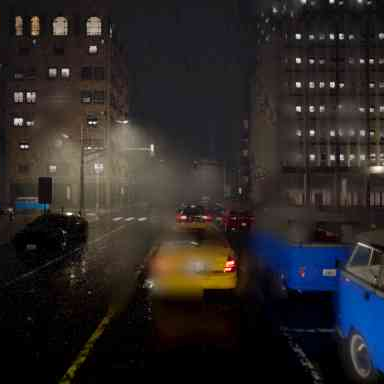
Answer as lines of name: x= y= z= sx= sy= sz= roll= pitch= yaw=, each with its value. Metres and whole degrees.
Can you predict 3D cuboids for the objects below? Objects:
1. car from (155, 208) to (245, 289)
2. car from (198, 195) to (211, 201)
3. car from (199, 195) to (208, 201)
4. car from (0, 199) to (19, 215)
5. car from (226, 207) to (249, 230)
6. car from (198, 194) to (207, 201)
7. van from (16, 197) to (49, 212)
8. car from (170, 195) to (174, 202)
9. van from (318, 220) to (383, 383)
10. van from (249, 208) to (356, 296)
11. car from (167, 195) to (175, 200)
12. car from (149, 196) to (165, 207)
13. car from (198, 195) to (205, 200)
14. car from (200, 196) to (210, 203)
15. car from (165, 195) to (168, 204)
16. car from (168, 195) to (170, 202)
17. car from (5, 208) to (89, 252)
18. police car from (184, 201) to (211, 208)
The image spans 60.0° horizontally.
car: x=0.097 y=1.458 z=9.131 sx=1.801 sy=1.575 sz=5.366 roll=0 pitch=0 yaw=0
car: x=2.698 y=1.529 z=63.271 sx=2.008 sy=1.369 sz=4.403 roll=1 pitch=0 yaw=0
car: x=2.697 y=1.510 z=80.225 sx=2.008 sy=1.369 sz=4.403 roll=1 pitch=0 yaw=0
car: x=-19.845 y=1.620 z=32.456 sx=4.403 sy=1.369 sz=2.008 roll=0 pitch=0 yaw=1
car: x=2.700 y=1.545 z=19.525 sx=1.887 sy=1.381 sz=4.507 roll=1 pitch=0 yaw=0
car: x=2.698 y=1.393 z=85.878 sx=1.967 sy=1.590 sz=4.097 roll=1 pitch=0 yaw=0
van: x=-19.737 y=1.524 z=40.838 sx=3.998 sy=1.788 sz=1.690 roll=0 pitch=0 yaw=1
car: x=-5.683 y=1.516 z=74.575 sx=2.008 sy=1.369 sz=4.403 roll=1 pitch=0 yaw=0
van: x=2.703 y=1.342 z=2.795 sx=1.690 sy=1.788 sz=3.998 roll=1 pitch=0 yaw=0
van: x=2.703 y=1.343 z=8.371 sx=1.690 sy=1.788 sz=3.998 roll=1 pitch=0 yaw=0
car: x=-5.684 y=1.472 z=91.360 sx=1.752 sy=1.417 sz=4.829 roll=1 pitch=0 yaw=0
car: x=-5.683 y=1.572 z=51.969 sx=1.802 sy=1.307 sz=4.206 roll=1 pitch=0 yaw=0
car: x=2.697 y=1.472 z=91.699 sx=1.752 sy=1.417 sz=4.829 roll=1 pitch=0 yaw=0
car: x=2.698 y=1.517 z=68.923 sx=1.887 sy=1.381 sz=4.507 roll=1 pitch=0 yaw=0
car: x=-5.680 y=1.424 z=57.621 sx=1.967 sy=1.590 sz=4.097 roll=1 pitch=0 yaw=0
car: x=-5.683 y=1.560 z=63.272 sx=1.802 sy=1.307 sz=4.206 roll=1 pitch=0 yaw=0
car: x=-5.681 y=1.567 z=13.954 sx=1.947 sy=1.339 sz=4.313 roll=1 pitch=0 yaw=0
police car: x=0.103 y=1.505 z=19.451 sx=2.038 sy=1.542 sz=4.974 roll=0 pitch=0 yaw=0
